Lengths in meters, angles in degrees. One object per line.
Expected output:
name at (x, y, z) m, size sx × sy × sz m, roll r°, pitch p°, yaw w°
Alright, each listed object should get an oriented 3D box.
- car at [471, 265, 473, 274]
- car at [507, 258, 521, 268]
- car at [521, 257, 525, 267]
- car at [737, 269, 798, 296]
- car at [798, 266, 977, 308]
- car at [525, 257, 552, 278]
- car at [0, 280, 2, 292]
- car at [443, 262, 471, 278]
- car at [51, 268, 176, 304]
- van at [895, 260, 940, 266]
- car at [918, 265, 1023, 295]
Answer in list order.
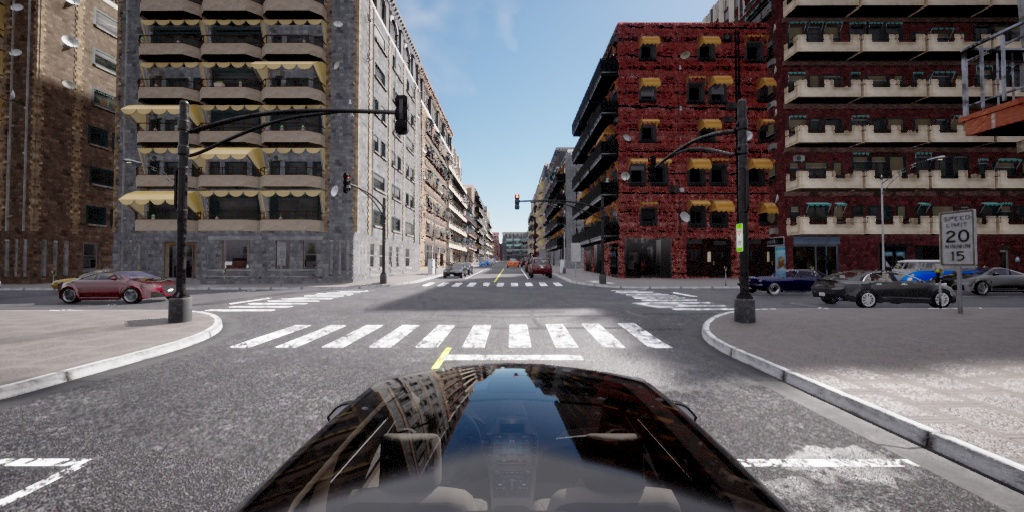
car at (-5.266, 1.331, 39.210) m, size 1.948 × 1.339 × 4.313 m, roll 0°, pitch 0°, yaw 0°
car at (0.177, 1.176, 63.717) m, size 2.097 × 1.767 × 4.553 m, roll 0°, pitch 0°, yaw 0°
car at (2.622, 1.086, 44.807) m, size 2.192 × 1.841 × 5.009 m, roll 0°, pitch 0°, yaw 0°
car at (14.574, 1.347, 18.801) m, size 4.718 × 1.301 × 1.895 m, roll 0°, pitch -1°, yaw -2°
car at (13.760, 1.185, 13.376) m, size 4.403 × 1.370 × 2.007 m, roll 0°, pitch 0°, yaw 0°
car at (2.608, 1.077, 33.684) m, size 2.192 × 1.841 × 5.009 m, roll 0°, pitch 0°, yaw 0°
car at (-26.678, 1.027, 16.012) m, size 5.566 × 2.045 × 2.150 m, roll 0°, pitch -1°, yaw 0°
car at (-5.274, 1.328, 33.649) m, size 1.948 × 1.339 × 4.313 m, roll 0°, pitch 0°, yaw 0°
car at (-17.189, 1.339, 15.970) m, size 4.181 × 1.385 × 1.994 m, roll 0°, pitch -1°, yaw 0°
van at (24.928, 1.115, 21.214) m, size 3.998 × 1.789 × 1.690 m, roll 0°, pitch 0°, yaw 0°
car at (24.579, 1.287, 18.766) m, size 4.181 × 1.385 × 1.994 m, roll 0°, pitch -1°, yaw 0°
